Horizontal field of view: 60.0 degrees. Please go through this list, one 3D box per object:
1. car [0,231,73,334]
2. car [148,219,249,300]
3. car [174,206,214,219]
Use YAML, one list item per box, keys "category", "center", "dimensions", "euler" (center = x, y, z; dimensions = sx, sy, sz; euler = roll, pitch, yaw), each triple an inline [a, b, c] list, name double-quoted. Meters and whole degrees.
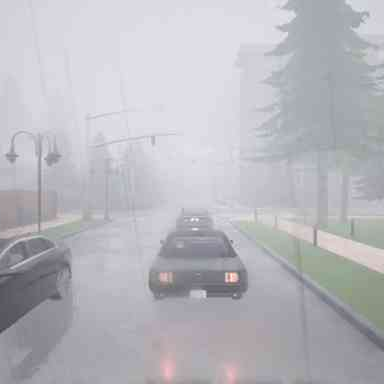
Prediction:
- category: "car"
  center: [-3.583, 1.491, 5.570]
  dimensions: [2.128, 1.511, 4.902]
  euler: [0, 0, 0]
- category: "car"
  center: [0.118, 1.601, 8.366]
  dimensions: [1.895, 1.301, 4.718]
  euler: [0, 0, 0]
- category: "car"
  center: [0.131, 1.504, 17.627]
  dimensions: [1.837, 1.490, 4.892]
  euler: [0, 0, 0]
